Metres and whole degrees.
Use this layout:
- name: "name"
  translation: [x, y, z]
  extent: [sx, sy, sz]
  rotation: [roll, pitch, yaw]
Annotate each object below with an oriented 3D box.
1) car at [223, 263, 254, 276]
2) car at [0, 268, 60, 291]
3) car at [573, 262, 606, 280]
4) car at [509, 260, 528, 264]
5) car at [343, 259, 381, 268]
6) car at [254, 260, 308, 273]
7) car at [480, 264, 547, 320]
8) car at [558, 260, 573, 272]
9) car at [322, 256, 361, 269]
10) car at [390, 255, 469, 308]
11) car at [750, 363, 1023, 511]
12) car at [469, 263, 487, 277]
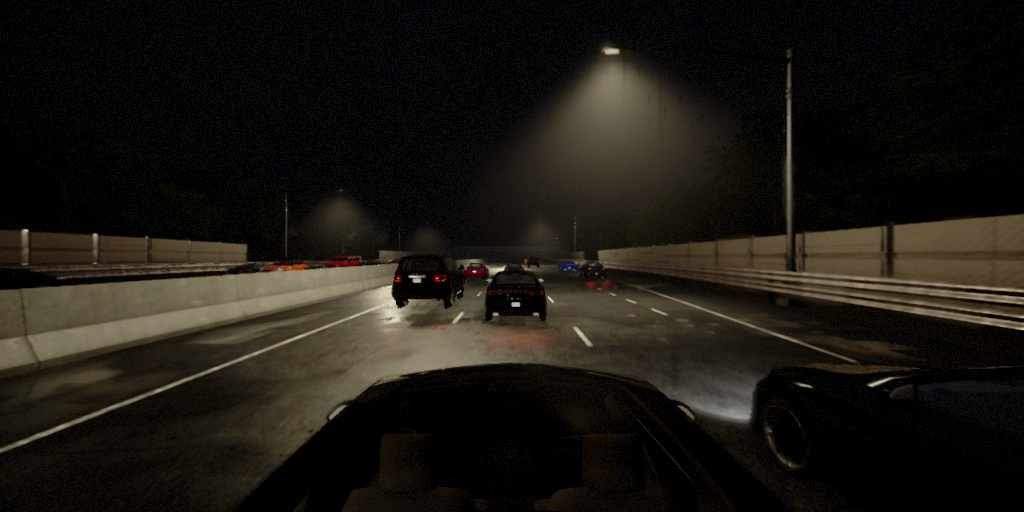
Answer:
- name: "car"
  translation: [-24.439, 1.327, 33.950]
  extent: [2.033, 1.411, 5.357]
  rotation: [0, 0, 0]
- name: "car"
  translation: [-23.829, 1.280, 16.278]
  extent: [1.812, 1.442, 4.674]
  rotation: [0, 0, -3]
- name: "car"
  translation: [7.053, 1.271, 31.884]
  extent: [2.128, 1.511, 4.902]
  rotation: [0, 0, 2]
- name: "car"
  translation: [0.206, 1.347, 33.645]
  extent: [1.994, 1.385, 4.181]
  rotation: [0, 0, 0]
- name: "car"
  translation: [-13.979, 1.288, 34.653]
  extent: [1.837, 1.490, 4.892]
  rotation: [0, 0, 0]
- name: "car"
  translation: [-20.988, 1.131, 33.211]
  extent: [2.097, 1.767, 4.553]
  rotation: [0, 0, 0]
- name: "car"
  translation: [0.114, 1.231, 12.676]
  extent: [1.882, 1.535, 5.008]
  rotation: [0, 0, 0]
- name: "car"
  translation: [7.277, 1.296, 47.490]
  extent: [1.882, 1.535, 5.008]
  rotation: [0, 0, 1]
- name: "car"
  translation: [-17.458, 1.009, 37.314]
  extent: [2.150, 2.045, 5.566]
  rotation: [0, 0, 1]
- name: "car"
  translation: [-3.380, 0.976, 15.469]
  extent: [2.150, 2.045, 5.566]
  rotation: [0, 0, 0]
- name: "car"
  translation: [3.500, 1.314, 2.059]
  extent: [1.994, 1.385, 4.181]
  rotation: [0, 0, 0]
- name: "car"
  translation: [-3.295, 1.346, 33.457]
  extent: [1.994, 1.385, 4.181]
  rotation: [0, 0, 0]
